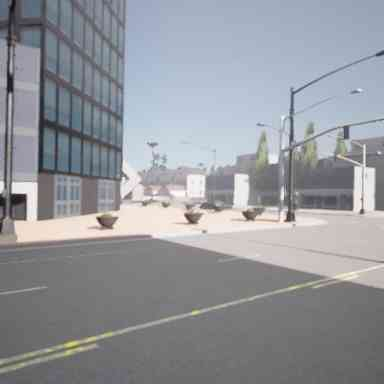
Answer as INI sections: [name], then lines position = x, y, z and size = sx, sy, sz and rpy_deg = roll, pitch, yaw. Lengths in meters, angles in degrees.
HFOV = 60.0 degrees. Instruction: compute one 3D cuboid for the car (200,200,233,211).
[car]
position = 3.265, 1.812, 45.356
size = 2.033, 1.411, 5.357
rpy_deg = 1, -1, -34
